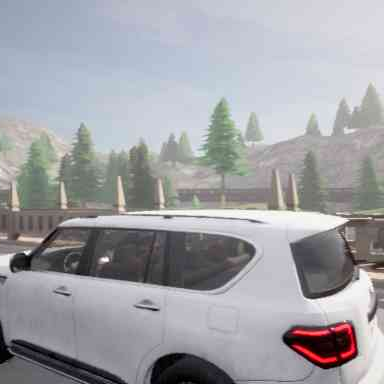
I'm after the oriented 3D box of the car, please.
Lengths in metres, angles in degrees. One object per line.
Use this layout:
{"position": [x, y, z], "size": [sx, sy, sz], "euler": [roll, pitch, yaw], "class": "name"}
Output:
{"position": [-0.704, 1.251, 4.299], "size": [5.566, 2.045, 2.150], "euler": [-1, -1, 33], "class": "car"}
